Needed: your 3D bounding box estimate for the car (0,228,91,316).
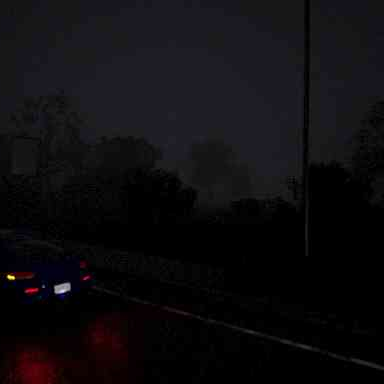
[{"bbox_3d":[-4.089,1.542,7.339,4.674,1.442,1.812,0,0,39],"label":"car"}]
